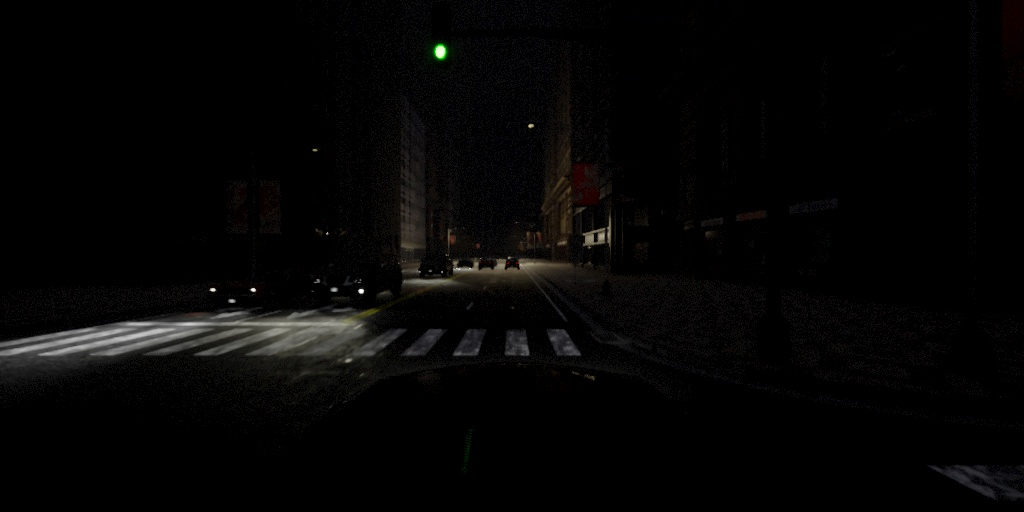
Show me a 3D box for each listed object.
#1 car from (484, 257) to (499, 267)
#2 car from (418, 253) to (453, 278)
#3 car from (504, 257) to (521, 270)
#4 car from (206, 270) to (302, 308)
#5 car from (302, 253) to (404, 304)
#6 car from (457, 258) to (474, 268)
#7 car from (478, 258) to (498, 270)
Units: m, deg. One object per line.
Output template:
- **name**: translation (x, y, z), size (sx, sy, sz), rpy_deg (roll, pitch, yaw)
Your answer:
- **car**: translation (-3.212, 0.956, 55.925), size (2.033, 1.411, 5.357), rpy_deg (0, 0, 0)
- **car**: translation (-6.568, 0.775, 31.616), size (2.150, 2.045, 5.566), rpy_deg (0, 2, 0)
- **car**: translation (0.031, 0.999, 45.918), size (1.812, 1.442, 4.674), rpy_deg (0, 0, 0)
- **car**: translation (-9.852, 1.265, 14.850), size (1.895, 1.301, 4.718), rpy_deg (0, 0, 1)
- **car**: translation (-6.584, 0.879, 16.054), size (2.150, 2.045, 5.566), rpy_deg (0, 0, 0)
- **car**: translation (-6.467, 1.019, 50.472), size (1.994, 1.385, 4.181), rpy_deg (0, 0, 0)
- **car**: translation (-3.220, 0.967, 45.504), size (2.128, 1.511, 4.902), rpy_deg (0, 0, 0)
